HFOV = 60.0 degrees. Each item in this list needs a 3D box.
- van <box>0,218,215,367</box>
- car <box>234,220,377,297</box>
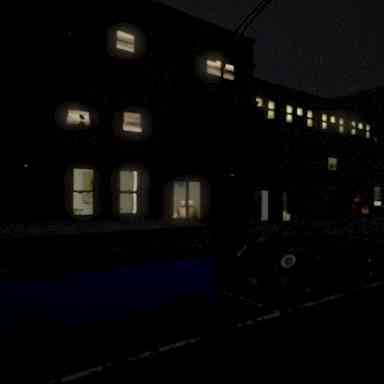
[{"bbox_3d":[-1.483,1.359,5.505,3.998,1.788,1.690,1,-1,-36],"label":"van"},{"bbox_3d":[3.012,1.512,8.713,4.097,1.590,1.967,1,-1,-36],"label":"car"}]
